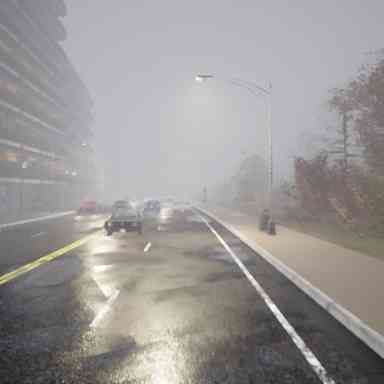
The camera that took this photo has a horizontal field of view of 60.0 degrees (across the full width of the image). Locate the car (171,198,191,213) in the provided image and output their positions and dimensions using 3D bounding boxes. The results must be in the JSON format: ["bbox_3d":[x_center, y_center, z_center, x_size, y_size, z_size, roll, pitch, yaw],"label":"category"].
[{"bbox_3d":[-1.140,1.635,36.957,1.895,1.301,4.718,-1,0,-3],"label":"car"}]

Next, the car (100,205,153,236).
[{"bbox_3d":[-3.543,1.651,18.873,1.895,1.301,4.718,-1,0,-2],"label":"car"}]

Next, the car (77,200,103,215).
[{"bbox_3d":[-11.066,1.614,36.302,1.882,1.535,5.008,-1,0,-3],"label":"car"}]

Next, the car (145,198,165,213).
[{"bbox_3d":[-4.435,1.616,37.627,2.033,1.411,5.357,-1,0,-4],"label":"car"}]

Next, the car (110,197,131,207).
[{"bbox_3d":[-7.845,1.609,36.899,1.837,1.490,4.892,-1,0,-3],"label":"car"}]

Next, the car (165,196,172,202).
[{"bbox_3d":[-5.627,1.670,79.918,1.895,1.301,4.718,-1,0,-9],"label":"car"}]

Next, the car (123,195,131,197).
[{"bbox_3d":[-15.023,1.272,76.761,1.882,1.535,5.008,-1,0,-8],"label":"car"}]
